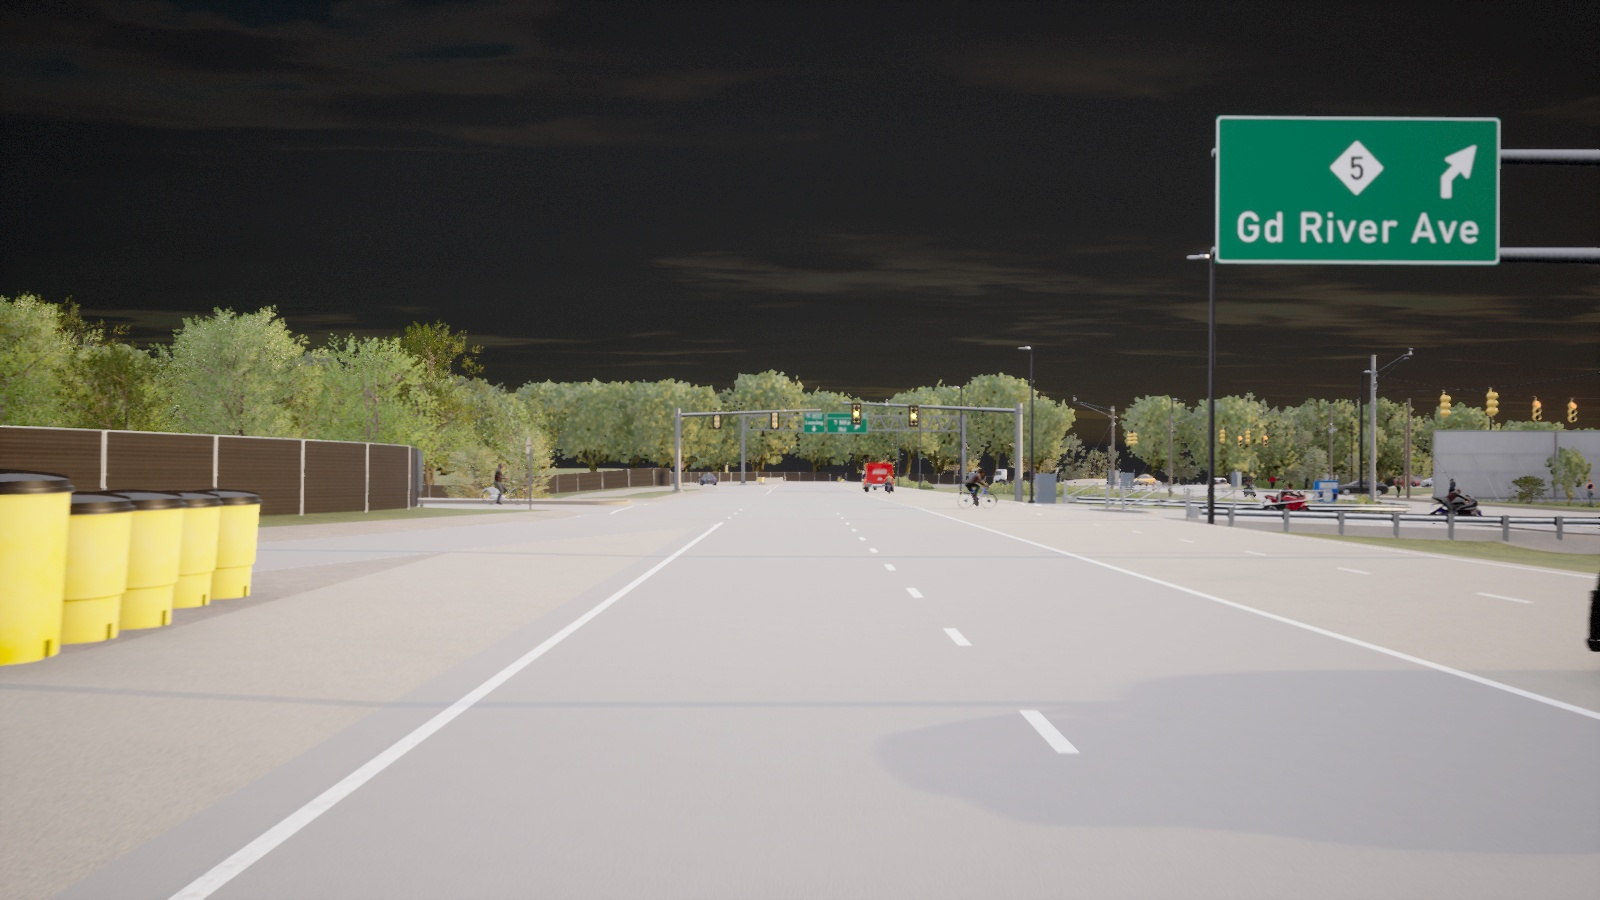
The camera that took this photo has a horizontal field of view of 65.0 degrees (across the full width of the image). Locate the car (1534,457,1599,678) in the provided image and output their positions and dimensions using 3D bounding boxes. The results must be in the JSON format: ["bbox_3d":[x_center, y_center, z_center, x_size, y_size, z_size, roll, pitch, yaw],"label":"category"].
[{"bbox_3d":[6.980,0.843,7.753,2.033,1.649,4.856,0,-1,0],"label":"car"}]

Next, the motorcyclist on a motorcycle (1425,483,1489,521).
[{"bbox_3d":[27.573,2.165,52.704,2.191,1.530,0.866,-1,-1,-2],"label":"motorcyclist on a motorcycle"}]

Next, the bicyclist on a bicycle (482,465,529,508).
[{"bbox_3d":[-12.293,1.521,52.443,1.843,1.776,0.659,0,-1,-1],"label":"bicyclist on a bicycle"}]

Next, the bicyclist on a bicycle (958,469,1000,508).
[{"bbox_3d":[7.497,1.603,52.552,1.656,1.620,0.582,0,-1,0],"label":"bicyclist on a bicycle"}]

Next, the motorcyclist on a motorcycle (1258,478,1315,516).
[{"bbox_3d":[20.360,1.968,52.596,2.044,1.523,0.797,1,-1,0],"label":"motorcyclist on a motorcycle"}]
